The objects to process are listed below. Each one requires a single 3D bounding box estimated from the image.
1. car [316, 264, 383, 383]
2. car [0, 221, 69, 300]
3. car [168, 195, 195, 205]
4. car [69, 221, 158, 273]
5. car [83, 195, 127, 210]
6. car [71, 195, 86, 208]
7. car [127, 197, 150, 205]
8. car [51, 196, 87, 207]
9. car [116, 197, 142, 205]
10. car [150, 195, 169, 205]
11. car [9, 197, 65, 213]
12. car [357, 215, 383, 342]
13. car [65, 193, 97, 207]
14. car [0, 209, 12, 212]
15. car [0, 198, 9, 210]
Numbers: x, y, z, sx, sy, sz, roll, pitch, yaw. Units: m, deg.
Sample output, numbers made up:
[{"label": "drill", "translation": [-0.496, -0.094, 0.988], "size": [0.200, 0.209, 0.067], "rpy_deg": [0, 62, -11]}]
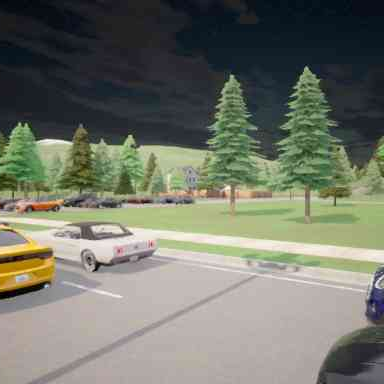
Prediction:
[{"label": "car", "translation": [3.194, 1.506, 1.696], "size": [4.892, 1.490, 1.837], "rpy_deg": [0, 0, 35]}, {"label": "car", "translation": [-5.235, 1.478, 7.708], "size": [5.008, 1.535, 1.882], "rpy_deg": [0, 0, 35]}, {"label": "car", "translation": [-1.397, 1.504, 57.266], "size": [1.837, 1.490, 4.892], "rpy_deg": [0, 0, 36]}, {"label": "car", "translation": [-3.453, 1.601, 10.738], "size": [4.718, 1.301, 1.895], "rpy_deg": [0, 0, 35]}, {"label": "car", "translation": [-11.325, 1.505, 43.676], "size": [1.837, 1.490, 4.892], "rpy_deg": [0, 0, 36]}, {"label": "car", "translation": [-13.930, 1.564, 46.043], "size": [1.994, 1.385, 4.181], "rpy_deg": [0, 0, 36]}, {"label": "car", "translation": [-8.769, 1.601, 59.032], "size": [1.895, 1.301, 4.718], "rpy_deg": [0, 0, 36]}, {"label": "car", "translation": [-18.862, 1.478, 51.154], "size": [1.882, 1.535, 5.008], "rpy_deg": [0, 0, 36]}, {"label": "car", "translation": [-11.544, 1.601, 61.153], "size": [1.895, 1.301, 4.718], "rpy_deg": [0, 0, 36]}, {"label": "car", "translation": [-4.655, 1.352, 58.737], "size": [2.097, 1.767, 4.553], "rpy_deg": [0, 0, 36]}, {"label": "car", "translation": [-16.796, 1.352, 36.163], "size": [2.097, 1.767, 4.553], "rpy_deg": [0, 0, 36]}, {"label": "car", "translation": [5.029, 1.351, 4.688], "size": [4.553, 1.767, 2.097], "rpy_deg": [0, 0, 36]}, {"label": "car", "translation": [-16.274, 1.222, 48.766], "size": [2.150, 2.045, 5.566], "rpy_deg": [0, 0, 36]}, {"label": "car", "translation": [-10.861, 1.601, 16.006], "size": [4.718, 1.301, 1.895], "rpy_deg": [0, 0, 35]}, {"label": "car", "translation": [-19.245, 1.526, 38.757], "size": [1.812, 1.442, 4.674], "rpy_deg": [0, 0, 36]}]
